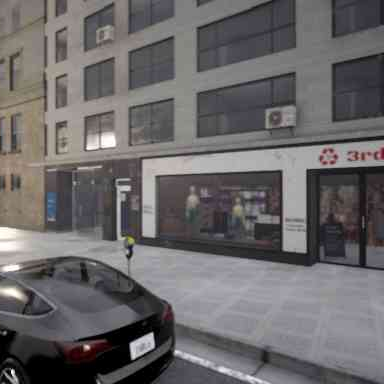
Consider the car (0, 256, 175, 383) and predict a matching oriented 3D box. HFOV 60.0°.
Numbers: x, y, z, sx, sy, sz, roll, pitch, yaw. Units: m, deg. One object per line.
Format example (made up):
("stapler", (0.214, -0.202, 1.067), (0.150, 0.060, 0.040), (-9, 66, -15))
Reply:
("car", (-2.183, 1.565, 4.528), (4.313, 1.339, 1.947), (0, 0, 36))
